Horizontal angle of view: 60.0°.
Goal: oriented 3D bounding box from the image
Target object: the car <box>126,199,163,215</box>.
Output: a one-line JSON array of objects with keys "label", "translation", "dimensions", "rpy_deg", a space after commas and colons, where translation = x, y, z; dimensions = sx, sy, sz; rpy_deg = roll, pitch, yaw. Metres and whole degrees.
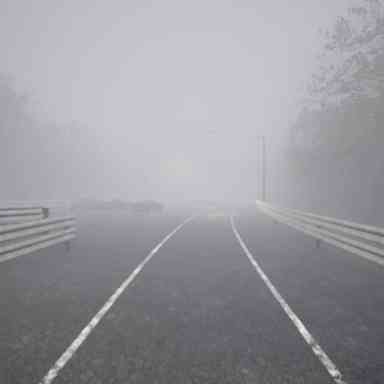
[{"label": "car", "translation": [-4.582, 1.497, 34.887], "dimensions": [1.882, 1.535, 5.008], "rpy_deg": [2, 0, 17]}]

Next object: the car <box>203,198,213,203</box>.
[{"label": "car", "translation": [4.312, 2.220, 89.017], "dimensions": [1.812, 1.442, 4.674], "rpy_deg": [0, -1, 17]}]

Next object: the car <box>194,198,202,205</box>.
[{"label": "car", "translation": [1.738, 1.949, 68.223], "dimensions": [1.812, 1.442, 4.674], "rpy_deg": [0, -1, 17]}]

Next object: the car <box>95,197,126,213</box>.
[{"label": "car", "translation": [-7.943, 1.457, 35.950], "dimensions": [2.128, 1.511, 4.902], "rpy_deg": [0, -1, 17]}]

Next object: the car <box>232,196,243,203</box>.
[{"label": "car", "translation": [12.740, 2.023, 92.752], "dimensions": [2.150, 2.045, 5.566], "rpy_deg": [0, -1, 17]}]

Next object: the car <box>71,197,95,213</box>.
[{"label": "car", "translation": [-11.294, 1.307, 36.956], "dimensions": [2.097, 1.767, 4.553], "rpy_deg": [0, -1, 17]}]

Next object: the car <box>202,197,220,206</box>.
[{"label": "car", "translation": [3.907, 1.729, 63.288], "dimensions": [2.097, 1.767, 4.553], "rpy_deg": [0, -1, 17]}]
